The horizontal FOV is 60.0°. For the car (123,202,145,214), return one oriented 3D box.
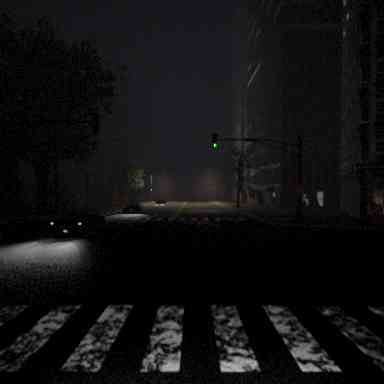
[{"bbox_3d":[-6.571,1.828,37.962,1.994,1.385,4.181,0,0,0],"label":"car"}]

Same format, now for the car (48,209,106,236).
[{"bbox_3d":[-6.534,1.692,19.370,1.895,1.301,4.718,1,1,0],"label":"car"}]

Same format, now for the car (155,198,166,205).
[{"bbox_3d":[-6.632,1.996,69.800,1.994,1.385,4.181,0,0,0],"label":"car"}]
